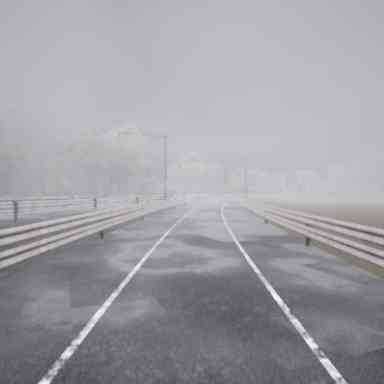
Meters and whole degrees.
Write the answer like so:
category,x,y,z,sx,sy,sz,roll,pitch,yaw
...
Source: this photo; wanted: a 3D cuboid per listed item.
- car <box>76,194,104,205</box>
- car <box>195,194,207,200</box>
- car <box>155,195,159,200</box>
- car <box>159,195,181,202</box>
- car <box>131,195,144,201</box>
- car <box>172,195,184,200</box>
category,x,y,z,sx,sy,sz,roll,pitch,yaw
car,-14.077,1.108,46.226,2.097,1.767,4.553,0,0,14
car,2.092,1.342,89.308,1.837,1.490,4.892,0,0,18
car,-6.611,1.336,73.068,1.812,1.442,4.674,0,0,17
car,-4.315,1.347,68.483,2.033,1.411,5.357,0,0,16
car,-11.157,1.361,70.020,1.994,1.385,4.181,0,0,16
car,-3.996,1.407,93.218,1.994,1.385,4.181,0,0,18
